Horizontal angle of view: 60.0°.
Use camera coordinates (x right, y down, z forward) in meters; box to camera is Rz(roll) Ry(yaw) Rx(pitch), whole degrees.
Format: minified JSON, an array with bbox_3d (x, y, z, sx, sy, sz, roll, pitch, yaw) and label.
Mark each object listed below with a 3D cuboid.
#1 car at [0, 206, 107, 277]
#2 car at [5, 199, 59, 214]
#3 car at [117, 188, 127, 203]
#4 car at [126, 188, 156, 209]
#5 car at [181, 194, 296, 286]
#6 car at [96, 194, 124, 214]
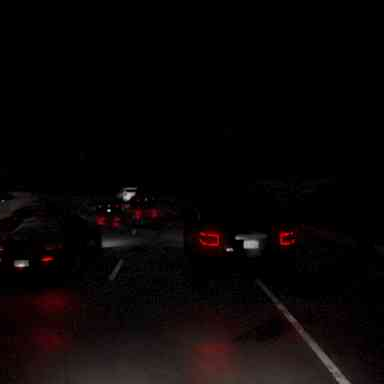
[{"bbox_3d":[-3.898,1.352,9.578,1.812,1.442,4.674,0,1,-4],"label":"car"},{"bbox_3d":[-8.599,1.188,18.775,1.812,1.442,4.674,0,1,-9],"label":"car"},{"bbox_3d":[-8.495,0.431,43.684,2.150,2.045,5.566,-1,1,-25],"label":"car"},{"bbox_3d":[-5.120,0.731,34.197,2.097,1.767,4.553,0,1,-19],"label":"car"},{"bbox_3d":[0.947,1.055,9.086,2.150,2.045,5.566,0,1,-4],"label":"car"},{"bbox_3d":[-6.967,1.098,27.775,1.895,1.301,4.718,0,1,-14],"label":"car"}]
